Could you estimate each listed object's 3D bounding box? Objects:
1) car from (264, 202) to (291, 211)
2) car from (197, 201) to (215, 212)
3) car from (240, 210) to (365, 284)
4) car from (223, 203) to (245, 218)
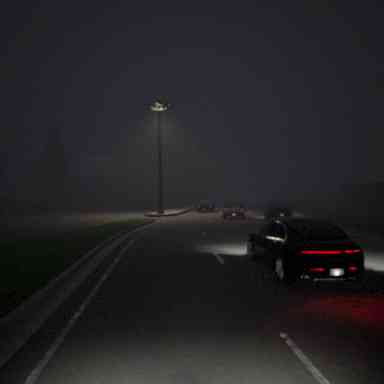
[{"bbox_3d":[6.952,1.527,27.044,1.812,1.442,4.674,-1,0,7],"label":"car"},{"bbox_3d":[1.761,1.747,40.976,1.895,1.301,4.718,-1,0,8],"label":"car"},{"bbox_3d":[2.939,1.498,9.591,1.837,1.490,4.892,-1,0,-4],"label":"car"},{"bbox_3d":[3.875,1.669,30.742,1.895,1.301,4.718,-1,0,7],"label":"car"}]
